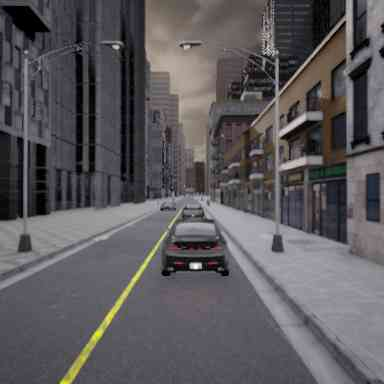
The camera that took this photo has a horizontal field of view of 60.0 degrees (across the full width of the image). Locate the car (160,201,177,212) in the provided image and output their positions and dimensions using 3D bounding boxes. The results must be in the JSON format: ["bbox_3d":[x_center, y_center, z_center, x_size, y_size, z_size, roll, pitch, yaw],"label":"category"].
[{"bbox_3d":[-3.093,1.885,44.174,1.994,1.385,4.181,0,-1,0],"label":"car"}]

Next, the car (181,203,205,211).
[{"bbox_3d":[0.081,1.698,28.547,2.128,1.511,4.902,0,0,0],"label":"car"}]

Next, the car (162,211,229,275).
[{"bbox_3d":[0.094,1.582,10.688,1.837,1.490,4.892,0,0,0],"label":"car"}]
